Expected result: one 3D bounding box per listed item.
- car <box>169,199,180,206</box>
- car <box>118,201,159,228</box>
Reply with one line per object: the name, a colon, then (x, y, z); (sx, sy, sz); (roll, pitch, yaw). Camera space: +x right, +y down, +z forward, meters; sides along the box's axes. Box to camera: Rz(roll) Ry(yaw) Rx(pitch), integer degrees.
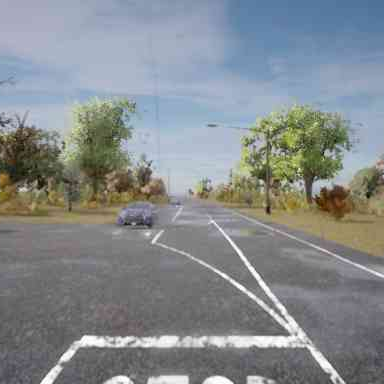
car: (-3.588, 2.176, 70.310); (1.812, 1.442, 4.674); (0, -1, 0)
car: (-3.435, 1.396, 22.007); (2.097, 1.767, 4.553); (1, -2, 0)
